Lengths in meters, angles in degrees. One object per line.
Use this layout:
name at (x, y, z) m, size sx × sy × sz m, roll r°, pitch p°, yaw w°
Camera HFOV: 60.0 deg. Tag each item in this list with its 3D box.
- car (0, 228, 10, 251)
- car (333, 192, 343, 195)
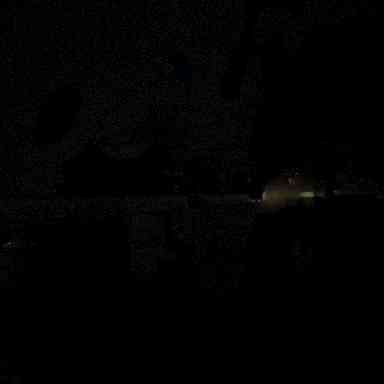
car at (-7.468, 1.408, 9.453) m, size 2.033 × 1.411 × 5.357 m, roll 0°, pitch 1°, yaw 1°
car at (22.683, 0.831, 52.033) m, size 2.097 × 1.767 × 4.553 m, roll 1°, pitch 1°, yaw 36°
